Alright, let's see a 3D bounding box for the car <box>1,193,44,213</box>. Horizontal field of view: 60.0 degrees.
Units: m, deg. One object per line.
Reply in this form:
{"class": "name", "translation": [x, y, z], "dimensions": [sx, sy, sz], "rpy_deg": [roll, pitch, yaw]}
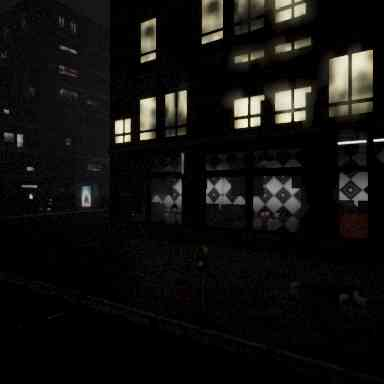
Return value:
{"class": "car", "translation": [-16.164, 1.029, 29.096], "dimensions": [2.192, 1.841, 5.009], "rpy_deg": [1, 2, 35]}

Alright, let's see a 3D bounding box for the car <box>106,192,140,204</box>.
{"class": "car", "translation": [-9.913, 0.847, 48.185], "dimensions": [1.837, 1.490, 4.892], "rpy_deg": [0, 1, 35]}

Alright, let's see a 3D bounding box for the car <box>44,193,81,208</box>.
{"class": "car", "translation": [-15.654, 0.883, 39.974], "dimensions": [2.097, 1.767, 4.553], "rpy_deg": [0, 1, 35]}

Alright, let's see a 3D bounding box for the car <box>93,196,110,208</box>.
{"class": "car", "translation": [-9.815, 1.072, 38.199], "dimensions": [1.947, 1.339, 4.313], "rpy_deg": [1, 2, 35]}

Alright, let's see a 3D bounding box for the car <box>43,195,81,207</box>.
{"class": "car", "translation": [-16.722, 1.074, 42.944], "dimensions": [1.802, 1.307, 4.206], "rpy_deg": [1, 2, 35]}
